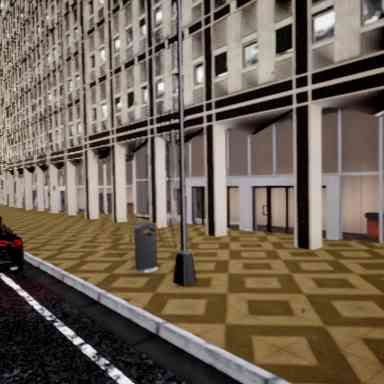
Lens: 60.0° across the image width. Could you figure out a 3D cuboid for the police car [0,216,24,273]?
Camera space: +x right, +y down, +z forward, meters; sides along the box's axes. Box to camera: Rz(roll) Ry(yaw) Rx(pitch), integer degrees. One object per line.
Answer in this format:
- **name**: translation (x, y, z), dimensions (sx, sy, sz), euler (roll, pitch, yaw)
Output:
- **police car**: translation (-6.442, 1.417, 9.689), dimensions (1.930, 1.638, 5.238), euler (-3, 2, -40)
